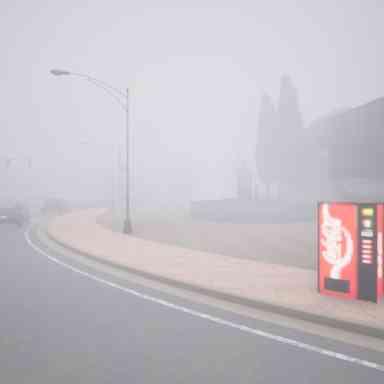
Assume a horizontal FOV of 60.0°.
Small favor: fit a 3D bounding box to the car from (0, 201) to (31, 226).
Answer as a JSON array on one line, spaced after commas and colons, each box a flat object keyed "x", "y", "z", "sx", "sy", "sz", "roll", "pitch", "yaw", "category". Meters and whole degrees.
[{"x": -12.548, "y": 1.564, "z": 23.037, "sx": 1.994, "sy": 1.385, "sz": 4.181, "roll": 0, "pitch": 0, "yaw": -19, "category": "car"}]

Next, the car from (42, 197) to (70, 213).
[{"x": -15.206, "y": 1.352, "z": 37.356, "sx": 2.097, "sy": 1.767, "sz": 4.553, "roll": 0, "pitch": 0, "yaw": -8, "category": "car"}]
